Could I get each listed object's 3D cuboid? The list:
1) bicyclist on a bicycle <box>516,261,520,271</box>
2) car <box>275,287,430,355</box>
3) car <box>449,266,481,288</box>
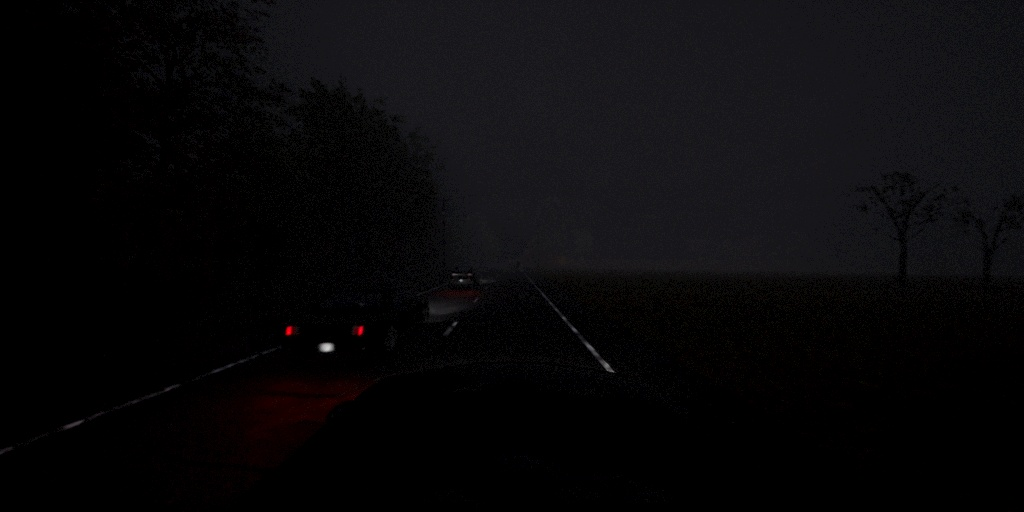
[{"bbox_3d":[0.967,1.629,56.457,0.659,1.776,1.843,0,0,0],"label":"bicyclist on a bicycle"},{"bbox_3d":[-3.398,1.417,8.808,1.895,1.301,4.718,0,-1,0],"label":"car"},{"bbox_3d":[-3.400,1.470,26.386,2.128,1.511,4.902,0,-1,0],"label":"car"}]
